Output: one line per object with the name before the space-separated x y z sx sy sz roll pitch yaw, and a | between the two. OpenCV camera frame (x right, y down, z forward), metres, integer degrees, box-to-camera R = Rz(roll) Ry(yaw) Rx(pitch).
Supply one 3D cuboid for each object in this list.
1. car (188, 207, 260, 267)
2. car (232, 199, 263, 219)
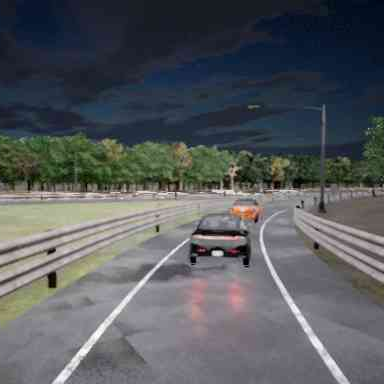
car | 1.078 1.479 11.504 2.128 1.511 4.902 0 0 9
car | 4.309 1.328 25.918 2.097 1.767 4.553 1 0 18
